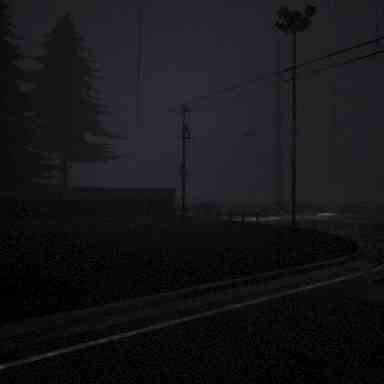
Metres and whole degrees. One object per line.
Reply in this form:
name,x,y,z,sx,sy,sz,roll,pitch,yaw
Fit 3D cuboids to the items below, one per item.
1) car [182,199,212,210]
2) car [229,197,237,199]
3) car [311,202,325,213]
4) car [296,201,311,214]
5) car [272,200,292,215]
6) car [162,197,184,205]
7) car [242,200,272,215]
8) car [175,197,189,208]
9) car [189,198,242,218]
car,0.666,1.770,46.684,1.994,1.385,4.181,1,0,-36
car,3.891,1.760,48.198,1.812,1.442,4.674,1,0,-36
car,13.896,1.827,40.336,1.994,1.385,4.181,1,0,-36
car,10.771,1.714,38.684,1.882,1.535,5.008,1,0,-36
car,8.101,1.810,36.401,1.895,1.301,4.718,1,0,-36
car,-3.752,1.751,64.849,2.128,1.511,4.902,1,0,-35
car,5.280,1.730,34.327,2.033,1.411,5.357,1,0,-36
car,-2.367,1.782,44.900,1.895,1.301,4.718,1,0,-36
car,2.227,1.634,32.578,1.882,1.535,5.008,1,0,-36
